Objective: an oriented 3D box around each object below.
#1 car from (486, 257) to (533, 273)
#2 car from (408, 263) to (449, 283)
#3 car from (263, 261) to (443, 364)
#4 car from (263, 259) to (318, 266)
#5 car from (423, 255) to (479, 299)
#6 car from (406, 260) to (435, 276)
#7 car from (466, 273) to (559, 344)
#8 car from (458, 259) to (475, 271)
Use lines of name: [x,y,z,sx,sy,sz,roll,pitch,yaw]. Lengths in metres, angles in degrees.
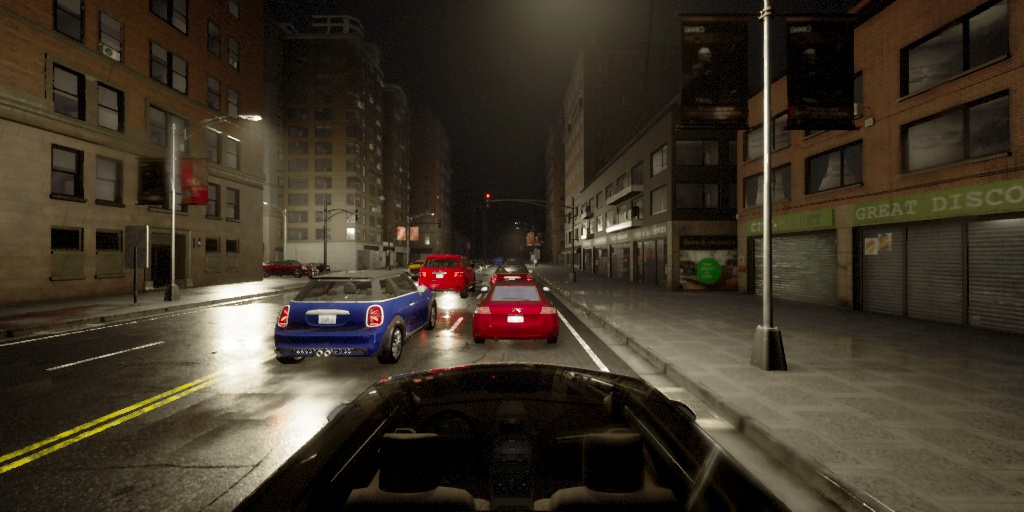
car: [0.000,1.104,18.251,2.097,1.767,4.553,0,0,0]
car: [-6.602,1.303,28.863,2.033,1.411,5.357,0,0,0]
car: [-3.147,1.102,8.249,2.097,1.767,4.553,0,0,0]
car: [-20.793,1.102,33.570,4.553,1.767,2.097,0,0,2]
car: [-3.150,0.974,18.288,2.150,2.045,5.566,0,0,0]
car: [-9.849,1.238,38.997,1.882,1.535,5.008,0,0,0]
car: [0.092,1.315,9.633,1.994,1.385,4.181,0,0,0]
car: [-6.594,1.274,51.959,1.837,1.490,4.892,0,0,0]
